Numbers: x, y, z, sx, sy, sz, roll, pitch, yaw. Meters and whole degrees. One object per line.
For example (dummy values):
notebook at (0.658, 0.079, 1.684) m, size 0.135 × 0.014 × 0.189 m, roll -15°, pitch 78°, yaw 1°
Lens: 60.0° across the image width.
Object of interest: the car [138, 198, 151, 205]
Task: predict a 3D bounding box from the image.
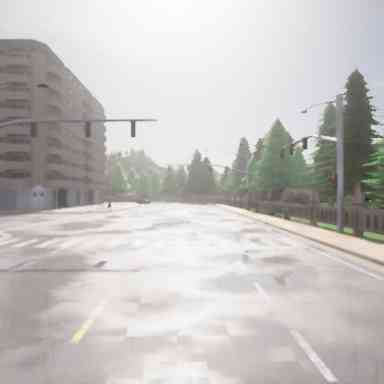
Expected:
car at (-11.864, 2.221, 83.340) m, size 2.097 × 1.767 × 4.553 m, roll 0°, pitch -1°, yaw -27°
